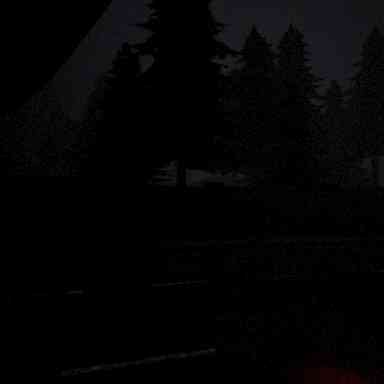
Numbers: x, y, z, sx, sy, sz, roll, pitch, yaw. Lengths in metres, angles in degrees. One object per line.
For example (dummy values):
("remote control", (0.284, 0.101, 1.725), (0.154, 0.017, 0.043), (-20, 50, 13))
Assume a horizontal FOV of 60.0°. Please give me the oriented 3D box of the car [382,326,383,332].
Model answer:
("car", (5.121, 1.548, 3.949), (5.357, 1.411, 2.033), (0, 0, -11))
